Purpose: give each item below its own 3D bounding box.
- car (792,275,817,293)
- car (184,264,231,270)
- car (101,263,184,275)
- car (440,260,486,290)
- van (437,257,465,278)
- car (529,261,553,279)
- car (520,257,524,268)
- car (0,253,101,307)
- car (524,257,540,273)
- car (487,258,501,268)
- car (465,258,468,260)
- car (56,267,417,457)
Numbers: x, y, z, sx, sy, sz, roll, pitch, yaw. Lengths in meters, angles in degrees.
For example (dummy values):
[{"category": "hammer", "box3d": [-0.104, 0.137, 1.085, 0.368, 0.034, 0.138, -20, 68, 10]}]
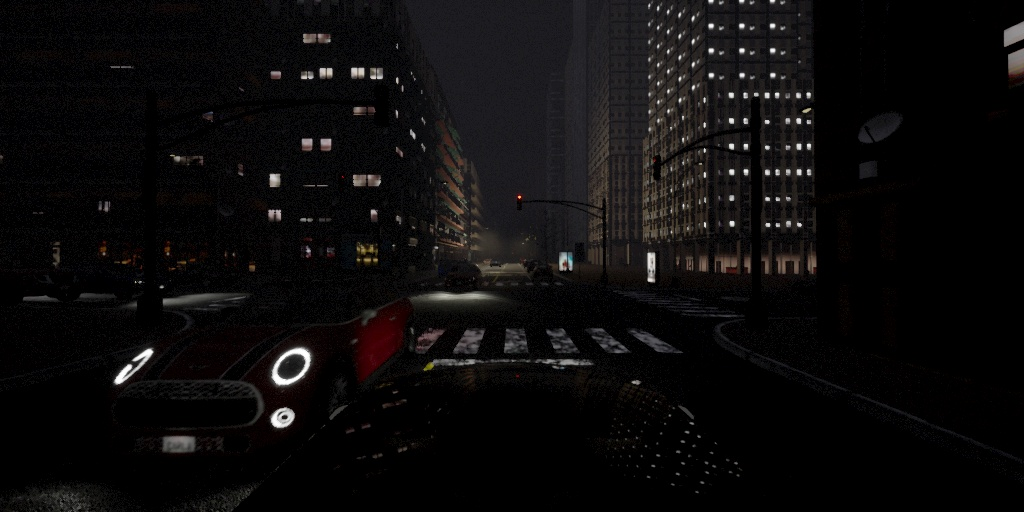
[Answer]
[{"category": "car", "box3d": [19.443, 1.644, 21.679, 4.403, 1.370, 2.007, 0, 0, 0]}, {"category": "car", "box3d": [-18.745, 1.104, 21.370, 4.313, 1.339, 1.948, 0, 0, 0]}, {"category": "car", "box3d": [-17.582, 1.033, 15.610, 4.674, 1.442, 1.812, 1, 0, 0]}, {"category": "car", "box3d": [-2.949, 1.241, 22.582, 1.882, 1.535, 5.008, 0, 0, 0]}, {"category": "van", "box3d": [-5.613, 1.102, 32.511, 1.690, 1.789, 3.998, 0, 0, 0]}, {"category": "car", "box3d": [2.768, 1.343, 32.489, 1.802, 1.307, 4.207, 0, 0, 0]}, {"category": "car", "box3d": [2.836, 1.221, 60.127, 1.967, 1.591, 4.097, 0, 0, 0]}, {"category": "car", "box3d": [-18.744, 0.784, 12.990, 5.009, 1.841, 2.192, 0, 0, 0]}, {"category": "car", "box3d": [2.795, 1.208, 43.545, 1.967, 1.591, 4.097, 0, 0, 0]}, {"category": "car", "box3d": [-2.850, 1.255, 62.659, 1.812, 1.442, 4.674, 0, 0, 0]}, {"category": "car", "box3d": [-5.600, 1.079, 38.039, 2.192, 1.841, 5.009, 0, 0, 0]}, {"category": "car", "box3d": [-2.991, 1.102, 5.469, 2.097, 1.767, 4.553, 0, 0, 0]}]
